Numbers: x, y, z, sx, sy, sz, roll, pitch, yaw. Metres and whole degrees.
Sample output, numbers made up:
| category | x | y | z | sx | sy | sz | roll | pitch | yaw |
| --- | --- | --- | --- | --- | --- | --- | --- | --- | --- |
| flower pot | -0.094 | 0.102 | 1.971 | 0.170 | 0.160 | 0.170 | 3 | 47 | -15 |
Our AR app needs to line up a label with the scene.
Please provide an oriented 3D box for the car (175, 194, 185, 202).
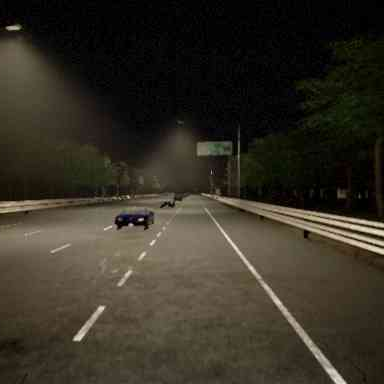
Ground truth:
| category | x | y | z | sx | sy | sz | roll | pitch | yaw |
| --- | --- | --- | --- | --- | --- | --- | --- | --- | --- |
| car | -3.253 | 1.320 | 77.336 | 2.097 | 1.767 | 4.553 | 0 | 0 | 0 |

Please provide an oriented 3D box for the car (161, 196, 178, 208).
| category | x | y | z | sx | sy | sz | roll | pitch | yaw |
| --- | --- | --- | --- | --- | --- | --- | --- | --- | --- |
| car | -3.396 | 1.592 | 48.180 | 1.895 | 1.301 | 4.718 | 0 | 0 | 0 |

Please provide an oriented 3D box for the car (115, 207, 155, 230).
| category | x | y | z | sx | sy | sz | roll | pitch | yaw |
| --- | --- | --- | --- | --- | --- | --- | --- | --- | --- |
| car | -3.485 | 1.604 | 21.192 | 1.895 | 1.301 | 4.718 | 0 | 0 | 0 |
